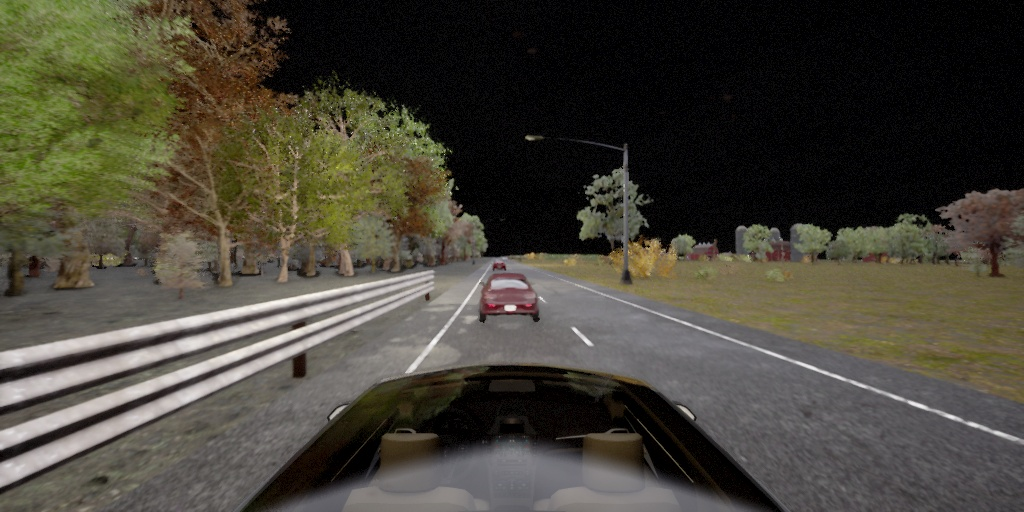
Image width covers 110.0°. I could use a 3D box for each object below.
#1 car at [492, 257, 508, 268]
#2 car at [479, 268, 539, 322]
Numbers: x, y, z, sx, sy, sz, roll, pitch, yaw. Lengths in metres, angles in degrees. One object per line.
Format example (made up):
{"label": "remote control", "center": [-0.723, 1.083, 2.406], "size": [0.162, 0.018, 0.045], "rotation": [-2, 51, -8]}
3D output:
{"label": "car", "center": [-1.833, 1.333, 52.160], "size": [1.882, 1.535, 5.008], "rotation": [0, 0, -2]}
{"label": "car", "center": [-0.146, 1.299, 12.340], "size": [1.812, 1.442, 4.674], "rotation": [0, 0, -2]}
